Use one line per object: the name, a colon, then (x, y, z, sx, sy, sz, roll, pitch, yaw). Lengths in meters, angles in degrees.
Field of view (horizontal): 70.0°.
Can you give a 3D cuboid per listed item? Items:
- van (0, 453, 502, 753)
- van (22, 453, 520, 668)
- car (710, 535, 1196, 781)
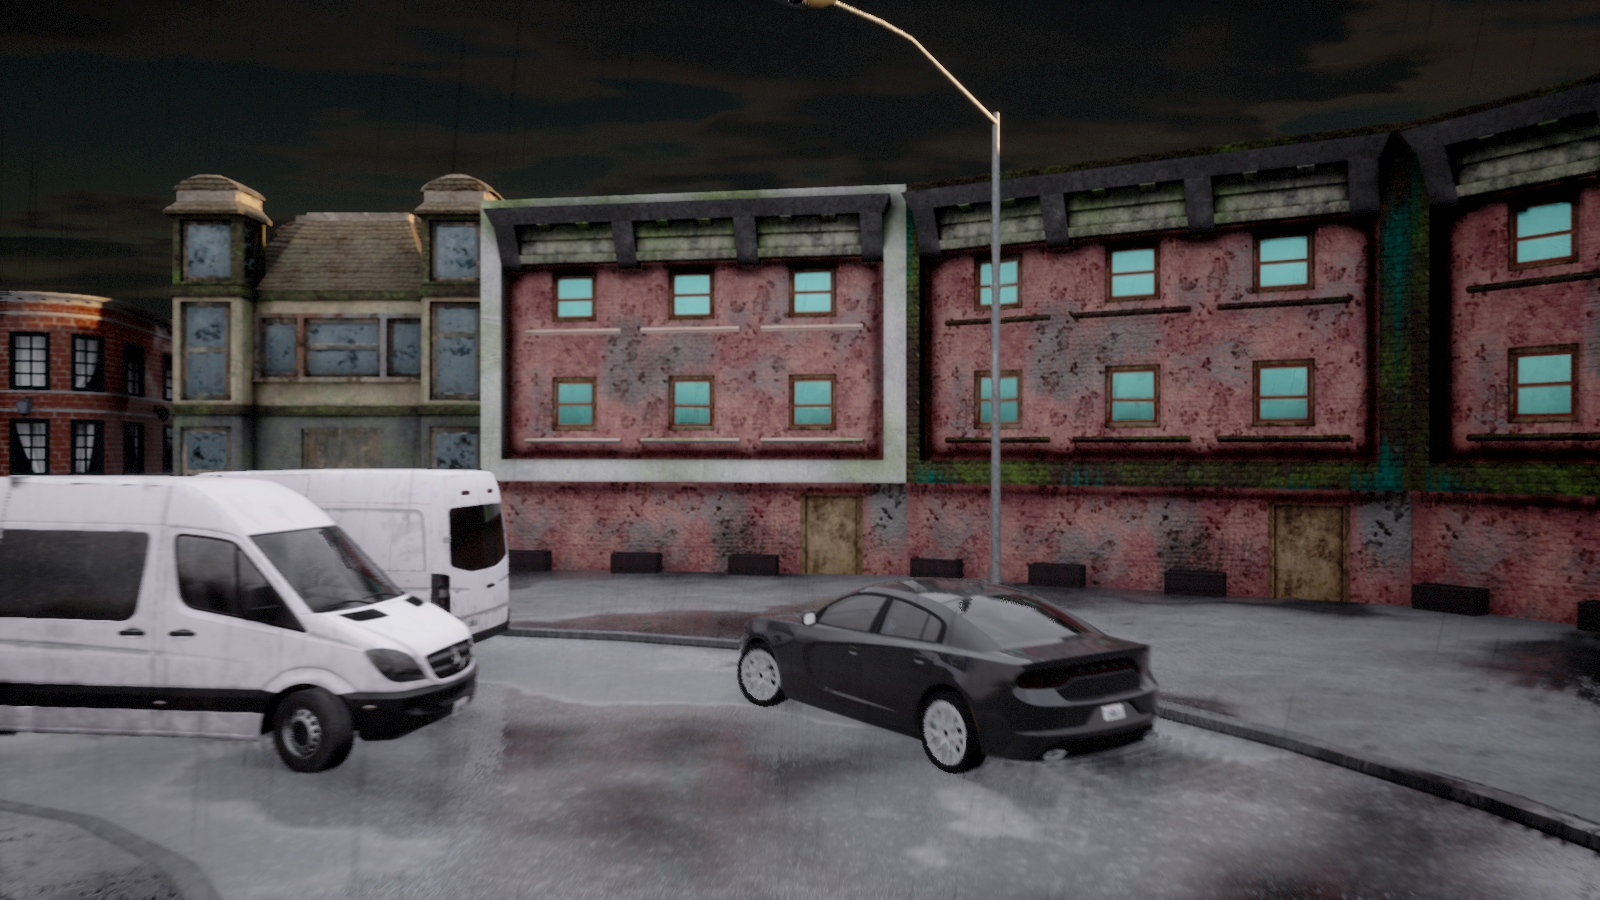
van: (-6.104, 1.319, 11.029, 5.915, 2.561, 1.988, 0, -1, 5)
van: (-6.918, 1.320, 15.148, 5.915, 2.561, 1.988, 0, 0, 10)
car: (1.239, 1.822, 11.599, 2.097, 1.535, 5.006, 0, 0, -34)
